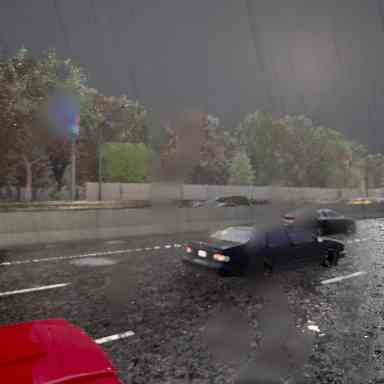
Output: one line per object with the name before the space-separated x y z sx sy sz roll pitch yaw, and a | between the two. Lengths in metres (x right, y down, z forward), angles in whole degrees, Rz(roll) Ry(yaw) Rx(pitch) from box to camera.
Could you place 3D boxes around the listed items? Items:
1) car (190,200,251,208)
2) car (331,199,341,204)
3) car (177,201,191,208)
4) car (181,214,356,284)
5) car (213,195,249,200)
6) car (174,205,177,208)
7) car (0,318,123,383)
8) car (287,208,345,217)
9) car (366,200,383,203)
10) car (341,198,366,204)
car | 2.506 1.625 27.280 4.674 1.442 1.812 0 0 -35
car | 25.679 1.841 56.612 5.008 1.535 1.882 -1 1 -35
car | 1.001 1.682 34.801 4.181 1.385 1.994 0 0 -35
car | 2.301 1.586 9.689 5.357 1.411 2.033 0 0 -35
car | 3.251 1.341 32.113 5.566 2.045 2.150 0 0 -35
car | 0.154 1.728 38.497 4.718 1.301 1.895 0 0 -35
car | -2.692 1.594 1.823 4.718 1.301 1.895 0 0 -36
car | 6.426 1.574 16.935 4.902 1.511 2.128 0 0 -36
car | 28.610 1.911 50.105 4.181 1.385 1.994 0 0 -35
car | 26.301 1.827 52.766 5.008 1.535 1.882 -1 1 -35
